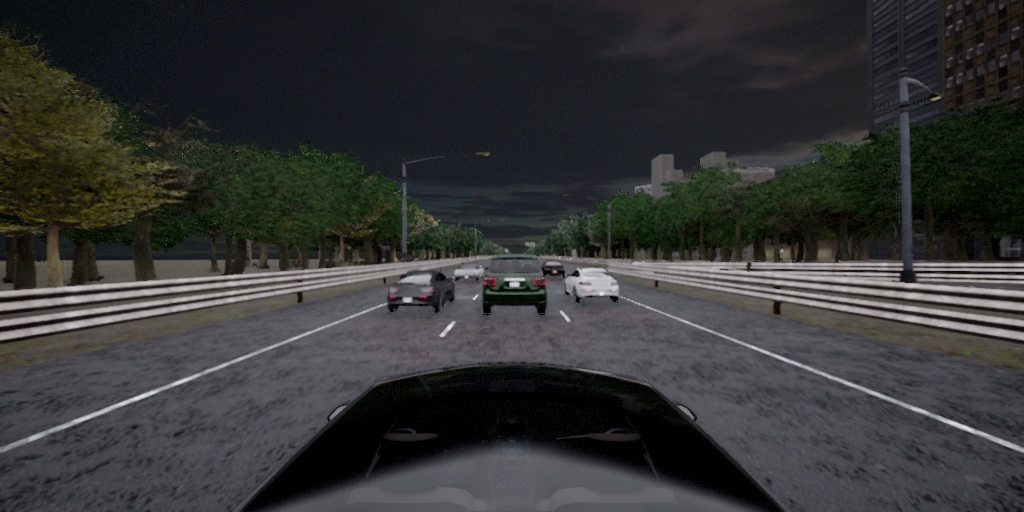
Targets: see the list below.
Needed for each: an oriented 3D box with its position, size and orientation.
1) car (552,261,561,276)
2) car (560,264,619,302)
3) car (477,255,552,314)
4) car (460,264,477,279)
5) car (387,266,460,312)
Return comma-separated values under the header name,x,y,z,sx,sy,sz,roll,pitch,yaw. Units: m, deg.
name,x,y,z,sx,sy,sz,roll,pitch,yaw
car,3.598,1.151,32.471,1.882,1.535,5.008,0,0,0
car,3.590,1.261,16.635,1.812,1.442,4.674,0,0,0
car,0.083,0.963,13.789,2.150,2.045,5.566,0,0,0
car,-3.413,1.292,29.224,1.895,1.301,4.718,0,0,0
car,-3.418,1.265,14.082,1.812,1.442,4.674,0,0,0
